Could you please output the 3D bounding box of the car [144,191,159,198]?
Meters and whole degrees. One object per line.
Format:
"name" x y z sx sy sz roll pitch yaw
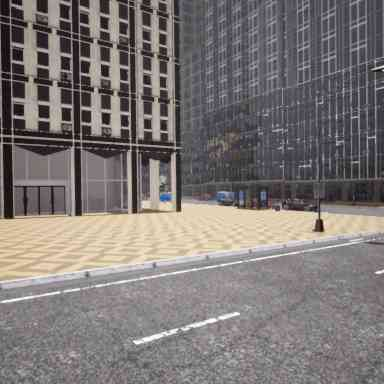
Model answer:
"car" -10.143 0.686 82.809 1.967 1.590 4.097 0 1 -34

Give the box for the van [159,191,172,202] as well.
"van" -4.260 0.937 59.305 1.690 1.788 3.998 0 1 -34

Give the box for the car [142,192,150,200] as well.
"car" -10.664 1.040 68.700 2.008 1.369 4.403 0 1 -34

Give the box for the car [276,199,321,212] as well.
"car" 11.642 1.424 35.755 1.947 1.339 4.313 0 1 -34

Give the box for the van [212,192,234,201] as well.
"van" 5.865 0.855 59.328 1.690 1.788 3.998 0 1 -34

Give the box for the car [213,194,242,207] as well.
"car" 5.300 1.319 45.192 1.947 1.339 4.313 0 1 -34

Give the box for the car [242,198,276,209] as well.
"car" 8.454 1.388 40.463 1.802 1.307 4.206 0 1 -34

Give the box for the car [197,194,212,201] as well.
"car" 2.664 1.043 64.027 1.802 1.307 4.206 0 1 -34

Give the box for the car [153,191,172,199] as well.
"car" -6.941 0.615 78.112 2.192 1.841 5.009 0 1 -34
